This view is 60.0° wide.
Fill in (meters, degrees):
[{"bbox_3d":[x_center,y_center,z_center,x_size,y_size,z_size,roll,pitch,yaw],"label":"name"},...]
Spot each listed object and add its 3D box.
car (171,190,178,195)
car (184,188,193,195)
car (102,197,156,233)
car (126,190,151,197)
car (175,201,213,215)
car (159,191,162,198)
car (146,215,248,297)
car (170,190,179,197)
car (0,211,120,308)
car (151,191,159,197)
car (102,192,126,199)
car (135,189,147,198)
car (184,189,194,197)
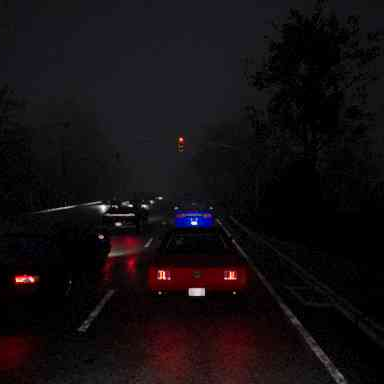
[{"bbox_3d":[-4.550,0.101,86.115,1.812,1.442,4.674,0,1,-3],"label":"car"},{"bbox_3d":[-1.054,-0.072,86.282,2.097,1.767,4.553,0,1,-3],"label":"car"},{"bbox_3d":[-3.402,1.241,17.773,2.128,1.511,4.902,0,1,0],"label":"car"},{"bbox_3d":[-7.069,0.682,44.291,2.097,1.767,4.553,0,1,-1],"label":"car"},{"bbox_3d":[0.098,1.230,17.622,1.882,1.535,5.008,0,1,0],"label":"car"},{"bbox_3d":[-7.389,0.460,70.998,1.994,1.385,4.181,0,1,-1],"label":"car"},{"bbox_3d":[0.099,1.501,8.280,1.895,1.301,4.718,0,1,0],"label":"car"},{"bbox_3d":[-4.048,0.362,75.662,2.033,1.411,5.357,0,1,-2],"label":"car"},{"bbox_3d":[-3.402,1.452,7.998,2.033,1.411,5.357,0,1,0],"label":"car"},{"bbox_3d":[-7.189,0.694,55.907,2.033,1.411,5.357,0,1,-1],"label":"car"},{"bbox_3d":[-10.621,0.927,44.530,1.895,1.301,4.718,0,1,0],"label":"car"},{"bbox_3d":[-10.892,0.262,71.060,2.097,1.767,4.553,0,1,-1],"label":"car"},{"bbox_3d":[-0.564,0.304,76.171,1.882,1.535,5.008,0,1,-2],"label":"car"}]
